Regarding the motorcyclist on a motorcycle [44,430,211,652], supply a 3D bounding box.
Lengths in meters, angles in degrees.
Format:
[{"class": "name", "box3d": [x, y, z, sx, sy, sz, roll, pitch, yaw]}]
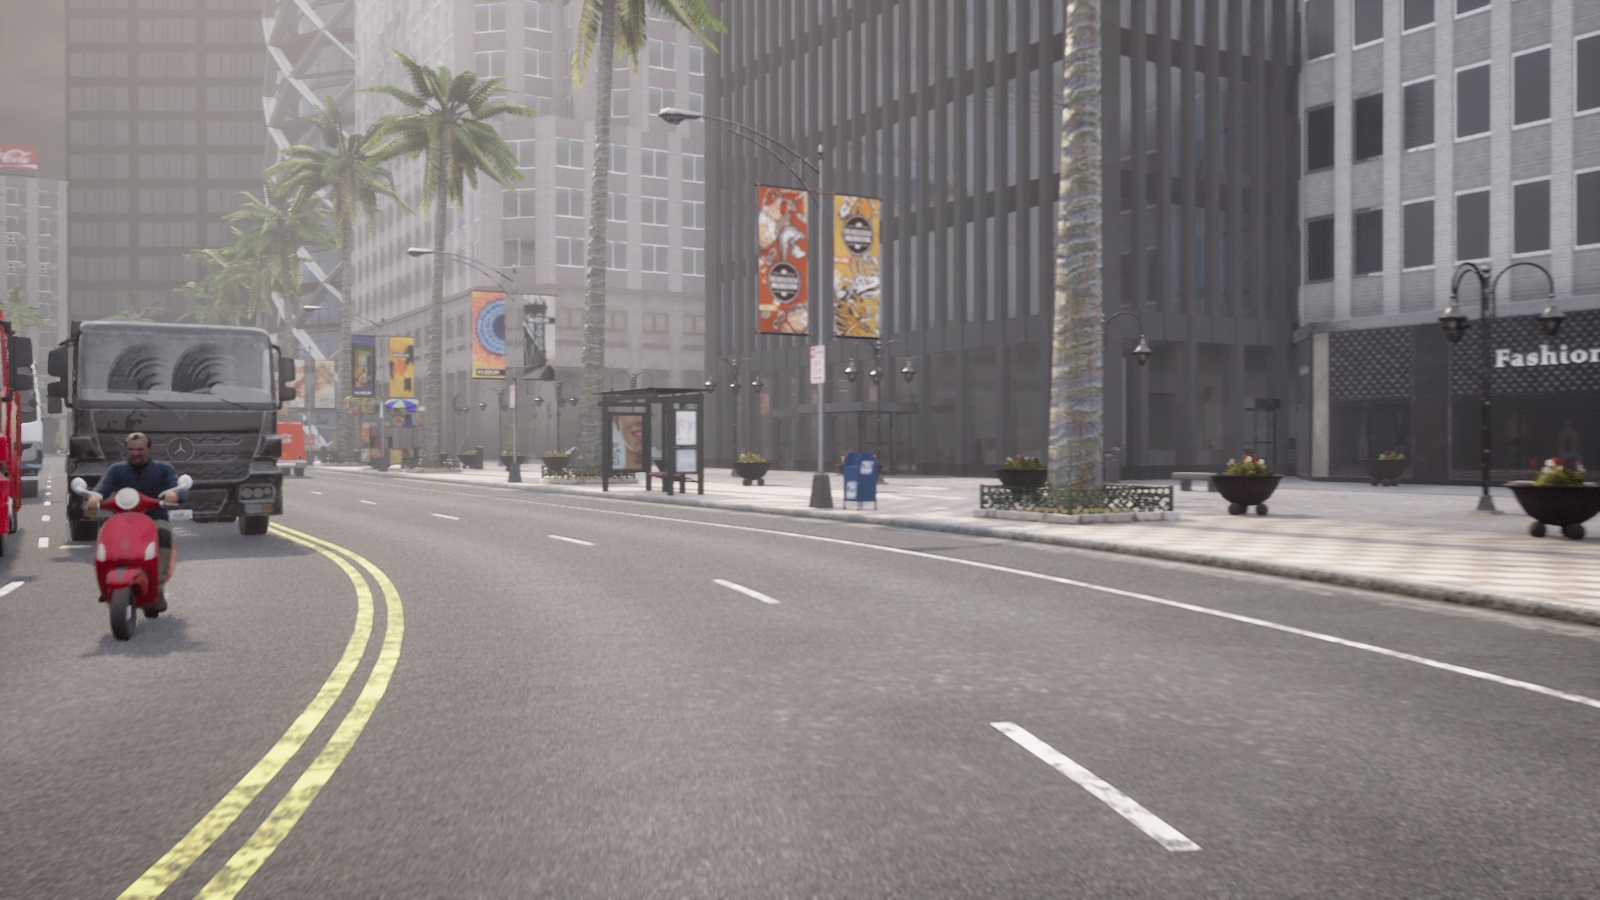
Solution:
[{"class": "motorcyclist on a motorcycle", "box3d": [-5.297, 0.644, 10.013, 0.866, 1.590, 1.817, -1, 0, -18]}]

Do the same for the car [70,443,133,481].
[{"class": "car", "box3d": [-29.073, 0.454, 52.196, 2.163, 1.488, 4.792, 0, 0, -31]}]

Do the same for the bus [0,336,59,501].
[{"class": "bus", "box3d": [-23.828, -0.834, 36.466, 3.944, 4.253, 10.273, 0, 0, -31]}]

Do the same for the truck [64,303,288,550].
[{"class": "truck", "box3d": [-11.038, -0.357, 21.742, 2.891, 3.462, 7.936, 0, 0, -31]}]

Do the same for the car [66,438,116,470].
[{"class": "car", "box3d": [-38.324, 0.211, 67.830, 2.242, 1.667, 4.611, 0, 0, -30]}]

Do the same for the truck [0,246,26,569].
[{"class": "truck", "box3d": [-12.795, -0.518, 17.810, 2.891, 3.827, 8.468, 0, 0, -30]}]

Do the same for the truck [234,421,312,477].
[{"class": "truck", "box3d": [-24.472, -0.067, 58.161, 2.627, 2.467, 5.204, 0, 0, -31]}]
